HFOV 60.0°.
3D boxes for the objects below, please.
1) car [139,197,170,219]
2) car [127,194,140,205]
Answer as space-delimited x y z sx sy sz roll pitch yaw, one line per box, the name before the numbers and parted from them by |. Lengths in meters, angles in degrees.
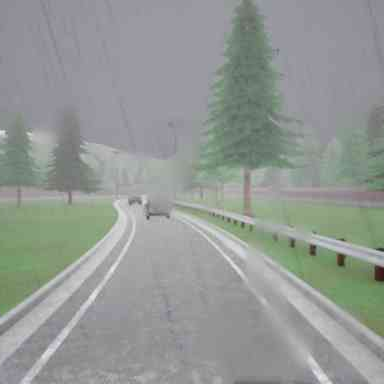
car | -2.932 1.348 27.052 2.033 1.411 5.357 0 0 -12
car | -8.521 1.144 49.585 1.837 1.490 4.892 0 0 -13
